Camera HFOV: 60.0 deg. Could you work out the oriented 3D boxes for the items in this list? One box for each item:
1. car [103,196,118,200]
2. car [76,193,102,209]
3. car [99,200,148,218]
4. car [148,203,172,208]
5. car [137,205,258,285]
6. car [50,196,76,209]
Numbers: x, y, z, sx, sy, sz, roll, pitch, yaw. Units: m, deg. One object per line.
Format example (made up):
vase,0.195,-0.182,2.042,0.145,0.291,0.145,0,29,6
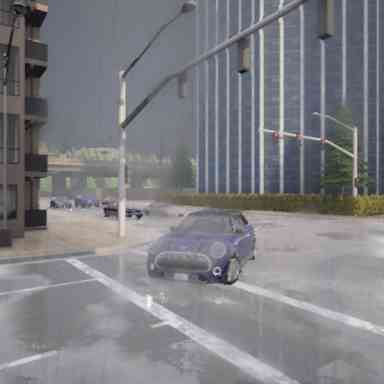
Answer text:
car,-11.992,1.367,49.339,2.097,1.767,4.553,0,0,-35
car,-15.033,1.230,47.397,2.150,2.045,5.566,0,0,-35
car,-5.827,1.610,28.006,1.895,1.301,4.718,0,0,-35
car,-2.516,1.613,29.380,1.895,1.301,4.718,0,0,-35
car,0.543,1.357,9.729,2.097,1.767,4.553,-1,0,21
car,-17.899,1.359,45.388,2.097,1.767,4.553,0,0,-35
